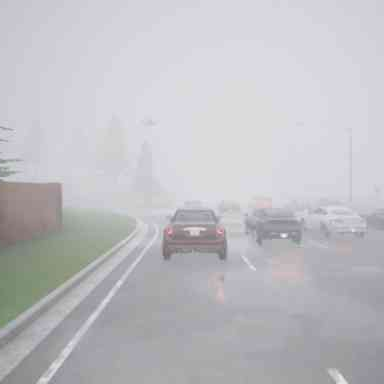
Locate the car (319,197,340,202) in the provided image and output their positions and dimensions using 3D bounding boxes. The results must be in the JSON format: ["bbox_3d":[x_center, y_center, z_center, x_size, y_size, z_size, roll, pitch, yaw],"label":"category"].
[{"bbox_3d":[14.106,1.326,34.885,1.837,1.490,4.892,0,0,0],"label":"car"}]

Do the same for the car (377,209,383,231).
[{"bbox_3d":[10.602,1.510,17.645,1.895,1.301,4.718,0,0,0],"label":"car"}]

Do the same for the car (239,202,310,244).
[{"bbox_3d":[3.599,1.426,15.406,1.837,1.490,4.892,0,0,0],"label":"car"}]

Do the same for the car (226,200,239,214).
[{"bbox_3d":[3.606,1.431,33.205,1.895,1.301,4.718,0,0,0],"label":"car"}]

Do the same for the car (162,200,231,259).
[{"bbox_3d":[0.094,1.287,12.515,2.097,1.767,4.553,0,0,0],"label":"car"}]

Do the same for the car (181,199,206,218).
[{"bbox_3d":[0.104,1.396,29.447,2.033,1.411,5.357,0,0,0],"label":"car"}]

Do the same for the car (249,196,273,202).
[{"bbox_3d":[7.105,1.175,34.518,2.097,1.767,4.553,0,0,0],"label":"car"}]

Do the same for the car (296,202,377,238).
[{"bbox_3d":[7.090,1.439,16.946,1.812,1.442,4.674,0,0,0],"label":"car"}]

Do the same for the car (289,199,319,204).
[{"bbox_3d":[10.606,1.431,33.205,1.895,1.301,4.718,0,0,0],"label":"car"}]
